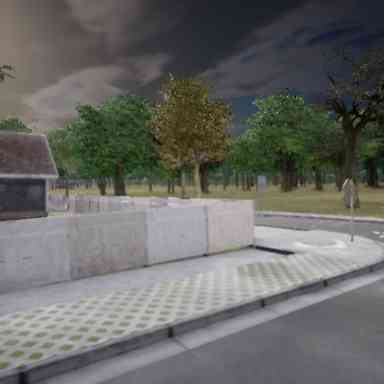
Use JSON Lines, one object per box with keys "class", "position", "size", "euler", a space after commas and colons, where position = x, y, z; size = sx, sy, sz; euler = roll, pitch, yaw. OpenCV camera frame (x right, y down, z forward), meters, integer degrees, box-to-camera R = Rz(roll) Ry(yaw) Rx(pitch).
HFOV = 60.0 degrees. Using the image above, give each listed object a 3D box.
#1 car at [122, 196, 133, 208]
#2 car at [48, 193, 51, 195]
{"class": "car", "position": [-6.954, 1.162, 35.432], "size": [1.994, 1.385, 4.181], "euler": [0, 0, -35]}
{"class": "car", "position": [-34.594, 0.962, 78.987], "size": [2.128, 1.511, 4.902], "euler": [0, 0, -36]}
